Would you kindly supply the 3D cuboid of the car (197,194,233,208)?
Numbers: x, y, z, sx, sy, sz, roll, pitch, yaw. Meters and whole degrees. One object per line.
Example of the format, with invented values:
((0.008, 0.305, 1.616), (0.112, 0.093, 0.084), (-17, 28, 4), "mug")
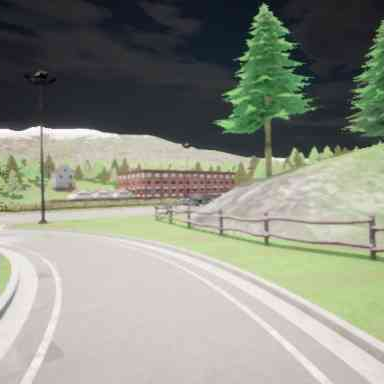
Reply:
((3.830, 1.654, 55.039), (5.008, 1.535, 1.882), (-1, 0, -38), "car")

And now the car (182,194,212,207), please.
((1.592, 1.464, 57.723), (5.566, 2.045, 2.150), (-1, 0, -38), "car")

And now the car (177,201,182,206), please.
((-0.546, 1.832, 60.474), (4.674, 1.442, 1.812), (-1, 0, -38), "car")
